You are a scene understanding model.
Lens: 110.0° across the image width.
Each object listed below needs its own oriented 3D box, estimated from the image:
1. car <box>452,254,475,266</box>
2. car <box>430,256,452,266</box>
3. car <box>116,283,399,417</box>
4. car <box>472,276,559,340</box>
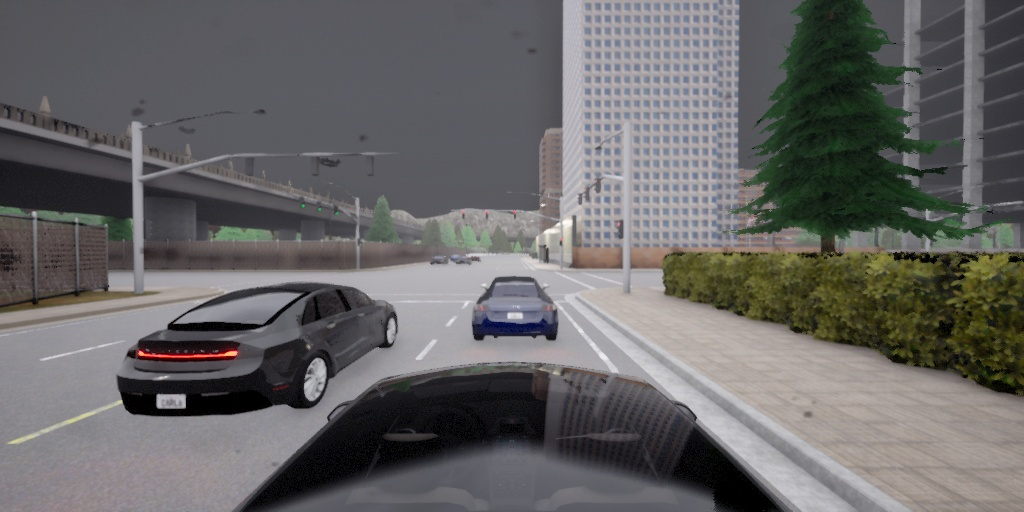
[{"bbox_3d":[-7.077,0.672,52.387,1.994,1.385,4.181,0,1,0],"label":"car"},{"bbox_3d":[-10.578,0.655,52.470,2.033,1.411,5.357,0,1,0],"label":"car"},{"bbox_3d":[-3.441,1.200,6.062,1.837,1.490,4.892,0,1,0],"label":"car"},{"bbox_3d":[0.079,1.214,9.607,1.994,1.385,4.181,0,1,0],"label":"car"}]
